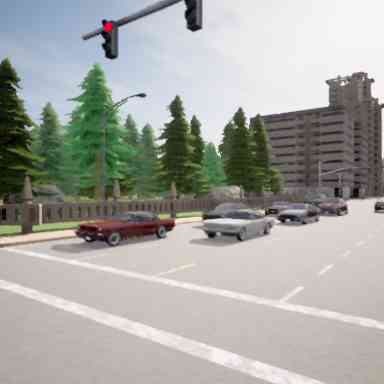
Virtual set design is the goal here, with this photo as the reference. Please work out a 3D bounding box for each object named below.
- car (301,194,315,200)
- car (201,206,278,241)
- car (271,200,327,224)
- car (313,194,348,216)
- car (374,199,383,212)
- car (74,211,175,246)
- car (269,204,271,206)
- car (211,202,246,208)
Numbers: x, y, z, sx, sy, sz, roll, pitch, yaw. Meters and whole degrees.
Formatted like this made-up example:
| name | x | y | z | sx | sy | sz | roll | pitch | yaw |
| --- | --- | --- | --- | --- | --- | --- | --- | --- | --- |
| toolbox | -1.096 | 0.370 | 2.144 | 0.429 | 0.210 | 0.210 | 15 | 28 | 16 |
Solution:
| name | x | y | z | sx | sy | sz | roll | pitch | yaw |
| --- | --- | --- | --- | --- | --- | --- | --- | --- | --- |
| car | 14.550 | 1.210 | 39.791 | 2.150 | 2.045 | 5.566 | 0 | 0 | 36 |
| car | 2.466 | 1.591 | 16.916 | 1.895 | 1.301 | 4.718 | 0 | 0 | 36 |
| car | 8.077 | 1.539 | 24.768 | 2.033 | 1.411 | 5.357 | 0 | 0 | 36 |
| car | 13.894 | 1.345 | 32.897 | 2.097 | 1.767 | 4.553 | 0 | 0 | 36 |
| car | 22.005 | 1.491 | 37.921 | 2.128 | 1.511 | 4.902 | 0 | 0 | 36 |
| car | -2.960 | 1.585 | 15.420 | 1.895 | 1.301 | 4.718 | 0 | 0 | 37 |
| car | 8.289 | 1.551 | 31.096 | 1.994 | 1.385 | 4.181 | 0 | 0 | 35 |
| car | 2.533 | 1.463 | 23.033 | 1.882 | 1.535 | 5.008 | 0 | 0 | 36 |
